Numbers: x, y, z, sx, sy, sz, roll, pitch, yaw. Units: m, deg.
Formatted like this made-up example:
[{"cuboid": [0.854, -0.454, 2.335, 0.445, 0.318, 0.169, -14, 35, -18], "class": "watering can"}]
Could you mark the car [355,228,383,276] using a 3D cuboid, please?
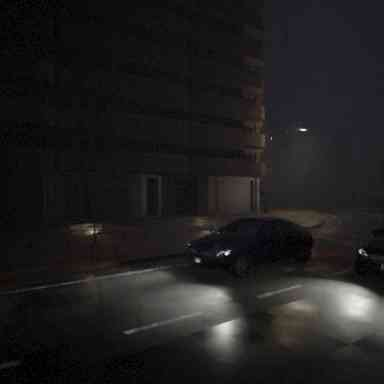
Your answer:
[{"cuboid": [6.226, 1.471, 9.183, 4.674, 1.442, 1.812, 0, 0, -42], "class": "car"}]

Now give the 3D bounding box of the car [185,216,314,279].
[{"cuboid": [1.928, 1.487, 10.101, 4.674, 1.442, 1.812, 0, 0, -40], "class": "car"}]

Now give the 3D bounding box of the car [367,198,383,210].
[{"cuboid": [21.570, 1.340, 36.859, 2.033, 1.411, 5.357, 0, 0, 0], "class": "car"}]
